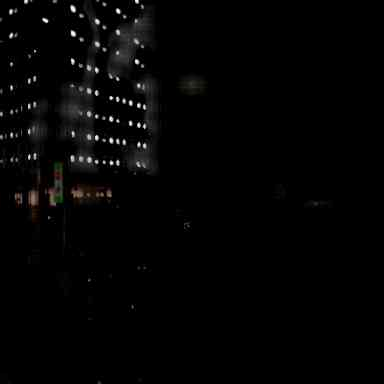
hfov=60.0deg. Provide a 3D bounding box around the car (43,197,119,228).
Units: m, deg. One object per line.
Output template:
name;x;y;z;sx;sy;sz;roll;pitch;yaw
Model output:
car;-7.829;1.358;24.140;2.150;2.045;5.566;0;-1;34

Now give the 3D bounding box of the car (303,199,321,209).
car;19.138;1.872;52.769;1.812;1.442;4.674;0;0;31

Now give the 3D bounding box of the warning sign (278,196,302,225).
warning sign;6.787;1.247;22.994;1.300;1.860;1.060;0;0;34

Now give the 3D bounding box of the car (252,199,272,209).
car;10.983;1.838;51.938;1.882;1.535;5.008;0;-1;32

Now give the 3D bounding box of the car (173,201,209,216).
car;-0.020;1.729;35.550;1.837;1.490;4.892;0;0;34

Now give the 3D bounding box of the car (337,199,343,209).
car;21.915;1.811;51.079;1.882;1.535;5.008;0;0;31

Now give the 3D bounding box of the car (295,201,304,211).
car;14.114;1.894;44.710;1.895;1.301;4.718;0;0;33

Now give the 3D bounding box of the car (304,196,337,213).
car;16.396;1.496;42.266;2.150;2.045;5.566;0;0;34
